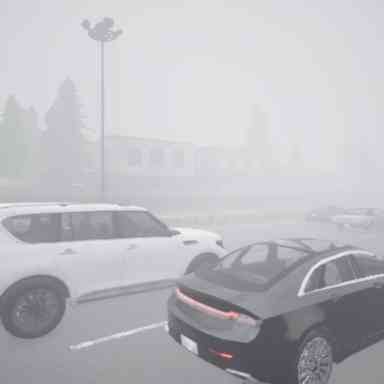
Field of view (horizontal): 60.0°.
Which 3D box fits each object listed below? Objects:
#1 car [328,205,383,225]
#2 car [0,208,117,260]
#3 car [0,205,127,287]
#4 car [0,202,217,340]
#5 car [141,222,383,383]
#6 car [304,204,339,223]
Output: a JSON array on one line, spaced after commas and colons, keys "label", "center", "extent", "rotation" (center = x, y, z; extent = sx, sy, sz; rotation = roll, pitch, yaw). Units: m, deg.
[{"label": "car", "center": [10.437, 1.563, 19.792], "extent": [4.718, 1.301, 1.895], "rotation": [0, 0, -36]}, {"label": "car", "center": [-5.589, 1.472, 12.659], "extent": [5.008, 1.535, 1.882], "rotation": [0, 0, -36]}, {"label": "car", "center": [-4.367, 1.348, 9.231], "extent": [4.553, 1.767, 2.097], "rotation": [0, 0, -36]}, {"label": "car", "center": [-1.744, 1.216, 6.803], "extent": [5.566, 2.045, 2.150], "rotation": [0, 0, -36]}, {"label": "car", "center": [1.944, 1.483, 5.132], "extent": [4.902, 1.511, 2.128], "rotation": [0, 0, -36]}, {"label": "car", "center": [9.952, 1.523, 23.744], "extent": [4.181, 1.385, 1.994], "rotation": [0, 0, -36]}]
